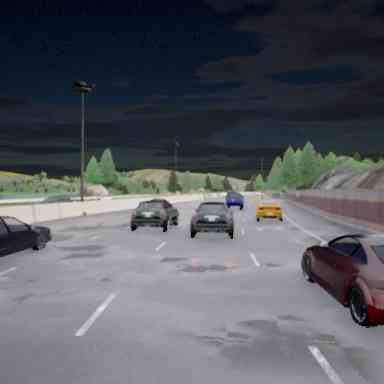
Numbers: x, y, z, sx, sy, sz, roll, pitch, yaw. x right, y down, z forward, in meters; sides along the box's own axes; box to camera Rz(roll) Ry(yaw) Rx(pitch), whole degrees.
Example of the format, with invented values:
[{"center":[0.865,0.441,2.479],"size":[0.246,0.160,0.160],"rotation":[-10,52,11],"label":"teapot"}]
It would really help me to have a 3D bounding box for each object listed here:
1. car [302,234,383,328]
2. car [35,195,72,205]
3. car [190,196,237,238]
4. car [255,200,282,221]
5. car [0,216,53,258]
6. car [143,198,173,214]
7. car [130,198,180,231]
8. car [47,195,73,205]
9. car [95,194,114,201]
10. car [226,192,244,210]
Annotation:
[{"center":[3.767,1.554,6.945],"size":[1.994,1.385,4.181],"rotation":[0,0,2],"label":"car"},{"center":[-14.125,1.284,34.017],"size":[1.837,1.490,4.892],"rotation":[0,0,11],"label":"car"},{"center":[1.153,1.282,17.617],"size":[2.097,1.767,4.553],"rotation":[0,0,6],"label":"car"},{"center":[6.063,1.396,26.495],"size":[1.882,1.535,5.008],"rotation":[0,0,10],"label":"car"},{"center":[-6.579,1.466,10.725],"size":[2.033,1.411,5.357],"rotation":[0,0,4],"label":"car"},{"center":[-3.332,1.364,33.501],"size":[1.812,1.442,4.674],"rotation":[0,0,10],"label":"car"},{"center":[-2.072,1.256,19.845],"size":[2.097,1.767,4.553],"rotation":[0,0,8],"label":"car"},{"center":[-21.100,1.222,53.462],"size":[1.994,1.385,4.181],"rotation":[0,0,11],"label":"car"},{"center":[-16.012,1.183,61.220],"size":[1.812,1.442,4.674],"rotation":[0,0,11],"label":"car"},{"center":[5.291,1.072,41.500],"size":[2.150,2.045,5.566],"rotation":[0,0,11],"label":"car"}]
